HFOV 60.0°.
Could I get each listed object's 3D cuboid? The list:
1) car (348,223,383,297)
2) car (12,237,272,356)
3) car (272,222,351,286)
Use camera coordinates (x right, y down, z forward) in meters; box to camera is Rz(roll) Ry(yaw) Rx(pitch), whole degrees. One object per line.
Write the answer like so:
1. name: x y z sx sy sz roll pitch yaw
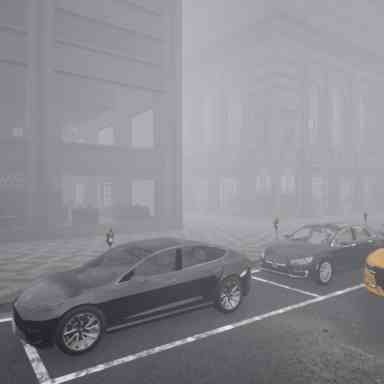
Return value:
1. car: 5.852 1.478 7.529 5.008 1.535 1.882 0 0 -35
2. car: -0.805 1.566 6.071 4.313 1.339 1.947 0 0 -35
3. car: 3.791 1.551 9.333 4.403 1.369 2.008 0 0 -35
